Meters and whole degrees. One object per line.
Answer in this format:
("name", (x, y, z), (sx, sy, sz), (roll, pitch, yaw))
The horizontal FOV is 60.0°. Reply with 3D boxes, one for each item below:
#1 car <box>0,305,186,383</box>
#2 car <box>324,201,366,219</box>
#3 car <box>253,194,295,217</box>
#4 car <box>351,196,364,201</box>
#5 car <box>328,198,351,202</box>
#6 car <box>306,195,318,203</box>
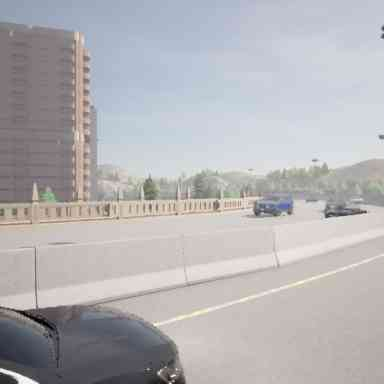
("car", (-2.309, 1.505, 2.243), (4.892, 1.490, 1.837), (0, 0, -35))
("car", (11.447, 1.600, 24.734), (1.895, 1.301, 4.718), (0, 0, 39))
("car", (7.827, 1.221, 31.356), (2.150, 2.045, 5.566), (0, 0, 37))
("car", (30.022, 1.523, 60.494), (1.812, 1.442, 4.674), (0, 0, 16))
("car", (16.339, 1.491, 37.668), (2.128, 1.511, 4.902), (0, 0, 31))
("car", (24.637, 1.497, 68.227), (1.837, 1.490, 4.892), (0, 0, 11))
